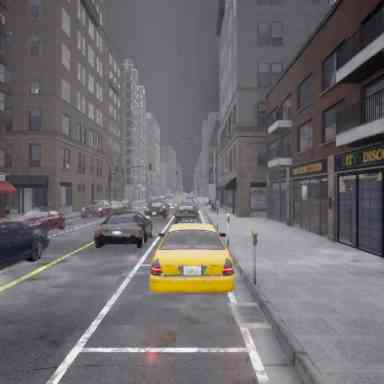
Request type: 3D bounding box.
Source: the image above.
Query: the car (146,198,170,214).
[{"bbox_3d":[-3.024,1.525,28.882,1.812,1.442,4.674,0,0,0],"label":"car"}]

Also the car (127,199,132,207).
[{"bbox_3d":[-8.408,1.551,40.611,2.008,1.369,4.403,0,0,0],"label":"car"}]

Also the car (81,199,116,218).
[{"bbox_3d":[-8.408,1.440,29.575,1.967,1.590,4.097,0,0,0],"label":"car"}]

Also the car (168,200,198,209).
[{"bbox_3d":[-0.383,1.551,24.063,2.008,1.369,4.403,0,0,0],"label":"car"}]

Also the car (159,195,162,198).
[{"bbox_3d":[-8.408,1.542,73.374,1.887,1.381,4.507,0,0,0],"label":"car"}]

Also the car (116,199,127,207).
[{"bbox_3d":[-8.408,1.525,34.923,1.752,1.417,4.829,0,0,0],"label":"car"}]

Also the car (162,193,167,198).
[{"bbox_3d":[-8.408,1.518,90.251,1.752,1.417,4.829,0,0,0],"label":"car"}]

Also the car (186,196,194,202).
[{"bbox_3d":[-0.383,1.579,79.064,1.802,1.307,4.206,0,0,0],"label":"car"}]

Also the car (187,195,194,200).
[{"bbox_3d":[-0.383,1.575,90.427,1.802,1.307,4.206,0,0,0],"label":"car"}]

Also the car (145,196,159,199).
[{"bbox_3d":[-8.408,1.549,67.693,2.008,1.369,4.403,0,0,0],"label":"car"}]

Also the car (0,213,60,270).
[{"bbox_3d":[-5.869,1.547,9.352,2.033,1.411,5.357,0,0,0],"label":"car"}]

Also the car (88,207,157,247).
[{"bbox_3d":[-2.920,1.563,14.940,1.994,1.385,4.181,0,0,0],"label":"car"}]

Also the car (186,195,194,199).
[{"bbox_3d":[-0.383,1.440,35.101,1.967,1.590,4.097,0,0,0],"label":"car"}]

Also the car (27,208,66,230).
[{"bbox_3d":[-8.408,1.582,18.538,1.802,1.307,4.206,0,0,0],"label":"car"}]

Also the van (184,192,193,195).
[{"bbox_3d":[-0.383,1.339,67.702,1.690,1.788,3.998,0,0,0],"label":"van"}]

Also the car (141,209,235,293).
[{"bbox_3d":[0.005,1.457,8.840,1.801,1.575,5.366,0,0,0],"label":"car"}]
